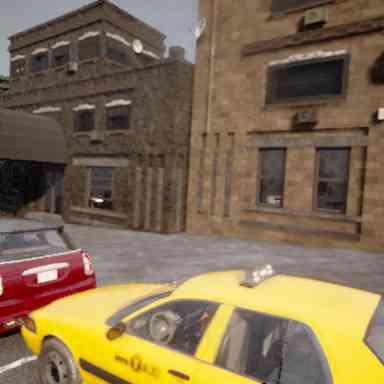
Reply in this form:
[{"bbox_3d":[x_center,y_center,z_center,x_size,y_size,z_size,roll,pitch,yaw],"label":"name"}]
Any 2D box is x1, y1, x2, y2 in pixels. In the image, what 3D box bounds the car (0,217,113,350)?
[{"bbox_3d":[-3.946,1.291,6.339,4.553,1.767,2.185,1,0,35],"label":"car"}]
